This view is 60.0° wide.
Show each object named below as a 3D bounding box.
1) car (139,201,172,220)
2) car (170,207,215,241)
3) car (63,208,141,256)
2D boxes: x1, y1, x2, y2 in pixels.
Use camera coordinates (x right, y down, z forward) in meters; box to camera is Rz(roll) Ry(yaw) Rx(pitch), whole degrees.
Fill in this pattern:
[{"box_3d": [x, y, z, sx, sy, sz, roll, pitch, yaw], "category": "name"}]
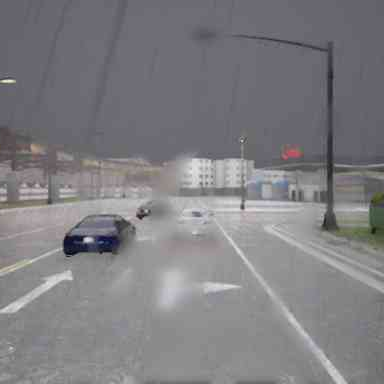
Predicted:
[{"box_3d": [-2.934, 1.457, 27.045, 2.033, 1.411, 5.357, 0, 0, 10], "category": "car"}, {"box_3d": [0.102, 1.480, 16.345, 1.812, 1.442, 4.674, 0, 0, 0], "category": "car"}, {"box_3d": [-3.401, 1.533, 12.939, 1.994, 1.385, 4.181, 0, 0, 0], "category": "car"}]
